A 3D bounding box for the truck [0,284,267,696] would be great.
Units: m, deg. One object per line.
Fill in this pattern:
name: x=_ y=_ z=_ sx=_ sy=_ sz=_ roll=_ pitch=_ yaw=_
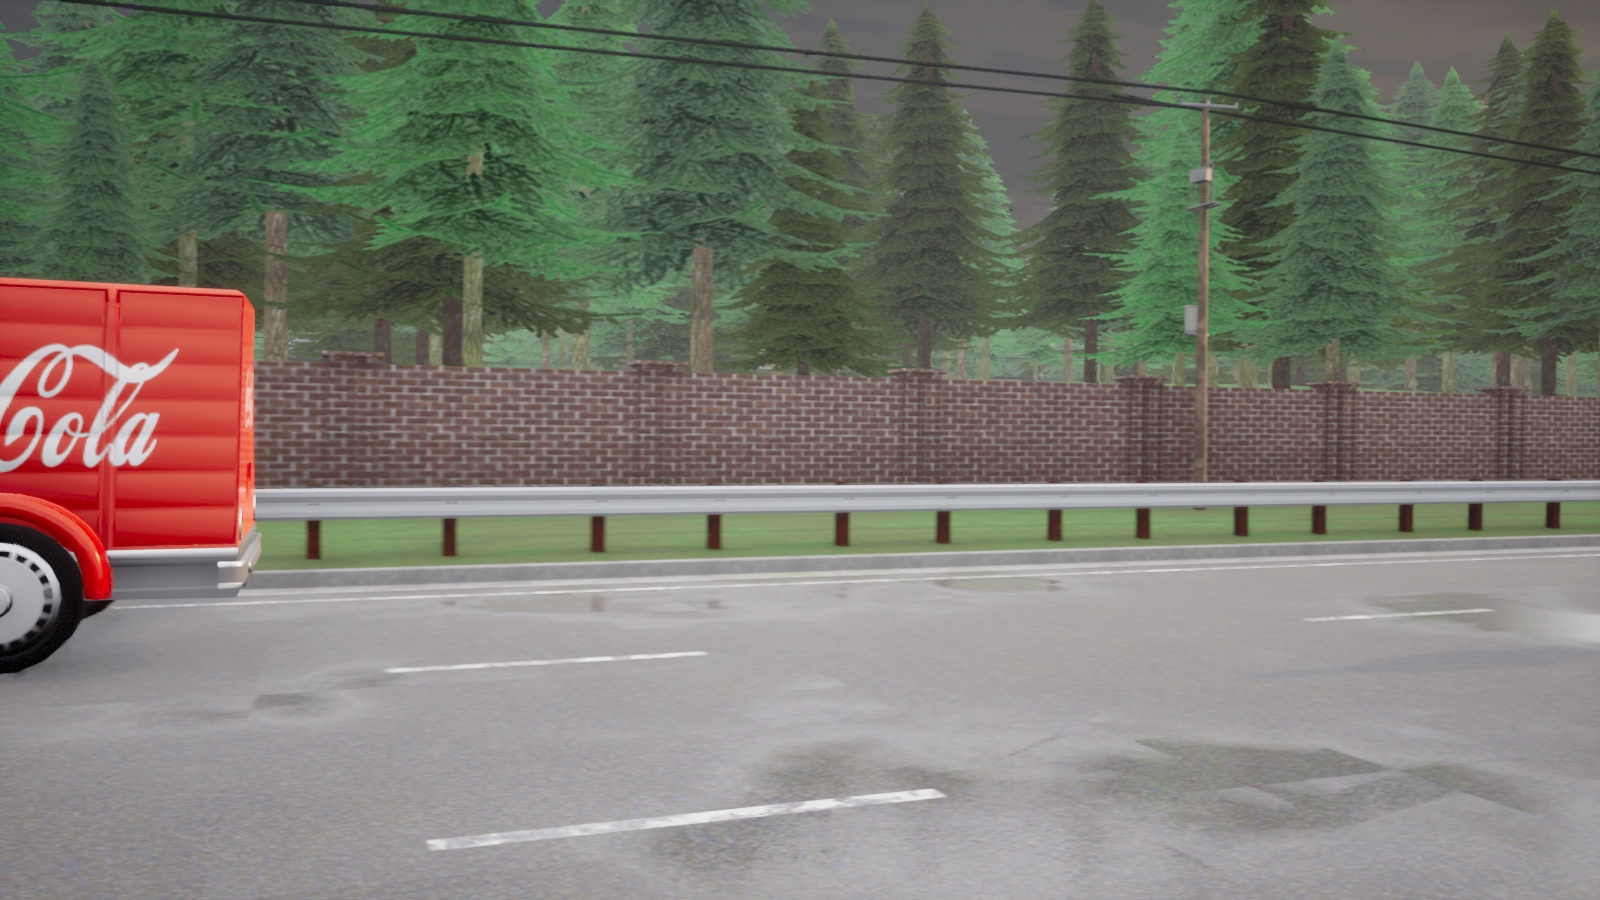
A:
truck: x=-6.413 y=0.246 z=8.286 sx=5.204 sy=2.467 sz=2.627 roll=-1 pitch=1 yaw=-21
